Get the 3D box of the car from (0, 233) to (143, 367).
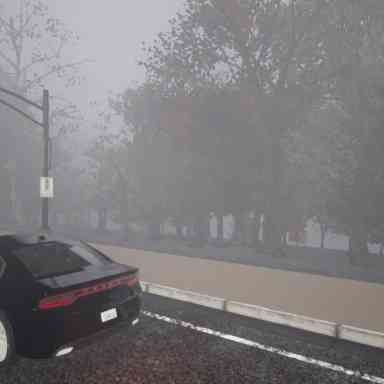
[{"bbox_3d":[-3.086,1.477,5.881,5.008,1.535,1.882,0,0,37],"label":"car"}]
